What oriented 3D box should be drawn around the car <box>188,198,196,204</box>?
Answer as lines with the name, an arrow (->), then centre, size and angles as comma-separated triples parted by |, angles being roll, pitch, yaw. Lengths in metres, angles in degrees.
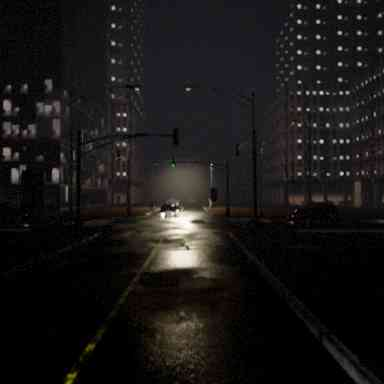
car -> -0.019, 2.209, 85.058 | 2.033, 1.411, 5.357 | 0, -1, 0

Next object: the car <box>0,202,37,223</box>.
car -> -15.057, 1.666, 26.576 | 5.008, 1.535, 1.882 | 0, -1, -2

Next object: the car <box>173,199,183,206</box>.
car -> -3.017, 2.273, 74.445 | 2.033, 1.411, 5.357 | 0, -1, 0

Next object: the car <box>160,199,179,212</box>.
car -> -3.117, 2.009, 44.718 | 1.994, 1.385, 4.181 | 0, -1, -1

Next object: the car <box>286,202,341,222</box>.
car -> 10.934, 1.719, 30.197 | 4.553, 1.767, 2.097 | 0, -1, -1

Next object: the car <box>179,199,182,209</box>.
car -> -3.093, 1.886, 53.876 | 2.097, 1.767, 4.553 | 0, -1, 0

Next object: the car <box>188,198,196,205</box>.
car -> -0.016, 2.328, 75.082 | 1.895, 1.301, 4.718 | 0, -1, 0

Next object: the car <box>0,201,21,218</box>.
car -> -19.212, 1.685, 32.430 | 4.097, 1.590, 1.967 | 0, -1, -1
